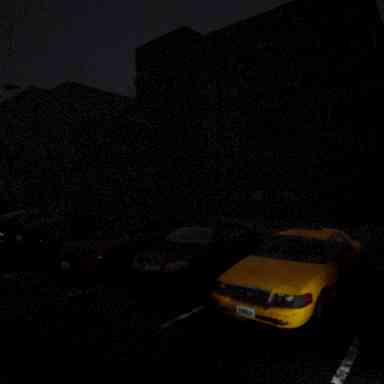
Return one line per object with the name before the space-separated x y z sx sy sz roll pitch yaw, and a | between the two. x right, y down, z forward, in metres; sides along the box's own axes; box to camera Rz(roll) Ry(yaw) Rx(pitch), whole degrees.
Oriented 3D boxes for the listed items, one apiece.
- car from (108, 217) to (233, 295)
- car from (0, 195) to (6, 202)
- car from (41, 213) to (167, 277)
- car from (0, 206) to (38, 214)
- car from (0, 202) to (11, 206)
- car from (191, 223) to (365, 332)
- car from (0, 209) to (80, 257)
car | 0.325 1.523 8.992 2.002 1.452 4.674 0 0 37
car | -14.673 1.176 21.047 2.435 2.045 5.566 0 0 42
car | -1.873 1.507 10.613 2.163 1.488 4.792 0 0 38
car | -6.165 1.461 13.990 2.231 1.521 4.892 0 0 39
car | -10.514 1.465 17.500 2.163 1.488 4.792 0 0 40
car | 2.407 1.483 7.217 1.946 1.575 5.366 0 0 36
car | -3.998 1.499 12.326 2.163 1.488 4.792 0 0 38
